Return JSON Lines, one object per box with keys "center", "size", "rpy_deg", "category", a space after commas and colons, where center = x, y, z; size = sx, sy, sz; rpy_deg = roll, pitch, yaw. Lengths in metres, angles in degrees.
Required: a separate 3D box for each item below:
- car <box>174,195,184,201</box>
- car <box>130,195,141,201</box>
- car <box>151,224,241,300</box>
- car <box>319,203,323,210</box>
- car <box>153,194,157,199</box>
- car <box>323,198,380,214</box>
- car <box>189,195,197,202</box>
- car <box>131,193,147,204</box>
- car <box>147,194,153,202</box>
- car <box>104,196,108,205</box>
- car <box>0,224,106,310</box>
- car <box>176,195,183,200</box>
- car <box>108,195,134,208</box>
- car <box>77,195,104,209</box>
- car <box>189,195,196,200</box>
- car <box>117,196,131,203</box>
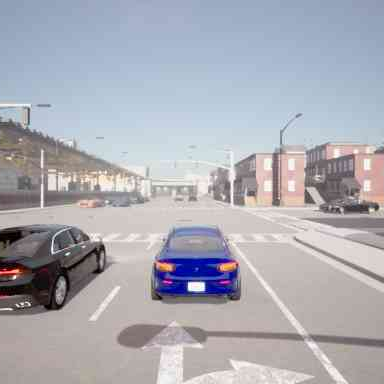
{"center": [-3.346, 1.595, 82.110], "size": [1.895, 1.301, 4.718], "rpy_deg": [0, 0, 0], "category": "car"}
{"center": [-13.847, 1.516, 81.756], "size": [1.812, 1.442, 4.674], "rpy_deg": [0, 0, 0], "category": "car"}
{"center": [0.093, 1.526, 8.245], "size": [1.812, 1.442, 4.674], "rpy_deg": [0, 0, 0], "category": "car"}
{"center": [17.092, 1.505, 38.050], "size": [4.892, 1.490, 1.837], "rpy_deg": [0, 0, 0], "category": "car"}
{"center": [-10.335, 1.291, 87.807], "size": [1.882, 1.535, 5.008], "rpy_deg": [0, 0, 0], "category": "car"}
{"center": [16.787, 1.492, 34.543], "size": [4.902, 1.511, 2.128], "rpy_deg": [0, 0, 0], "category": "car"}
{"center": [0.147, 1.500, 78.007], "size": [1.837, 1.490, 4.892], "rpy_deg": [0, 0, 0], "category": "car"}
{"center": [-10.444, 1.218, 62.154], "size": [2.150, 2.045, 5.566], "rpy_deg": [0, 0, 0], "category": "car"}
{"center": [-10.364, 1.553, 72.279], "size": [1.994, 1.385, 4.181], "rpy_deg": [0, 0, 0], "category": "car"}
{"center": [-13.972, 1.491, 56.937], "size": [2.128, 1.511, 4.902], "rpy_deg": [0, 0, 0], "category": "car"}
{"center": [-3.414, 1.505, 7.788], "size": [1.837, 1.490, 4.892], "rpy_deg": [0, 0, 0], "category": "car"}
{"center": [-3.327, 1.524, 92.156], "size": [1.812, 1.442, 4.674], "rpy_deg": [0, 0, 0], "category": "car"}
{"center": [-10.396, 1.547, 48.817], "size": [2.033, 1.411, 5.357], "rpy_deg": [0, 0, -1], "category": "car"}
{"center": [-14.009, 1.351, 45.371], "size": [2.097, 1.767, 4.553], "rpy_deg": [0, 0, 0], "category": "car"}
{"center": [0.173, 1.478, 91.935], "size": [1.882, 1.535, 5.008], "rpy_deg": [0, 0, 0], "category": "car"}
{"center": [-13.872, 1.525, 68.018], "size": [1.812, 1.442, 4.674], "rpy_deg": [0, 0, 0], "category": "car"}
